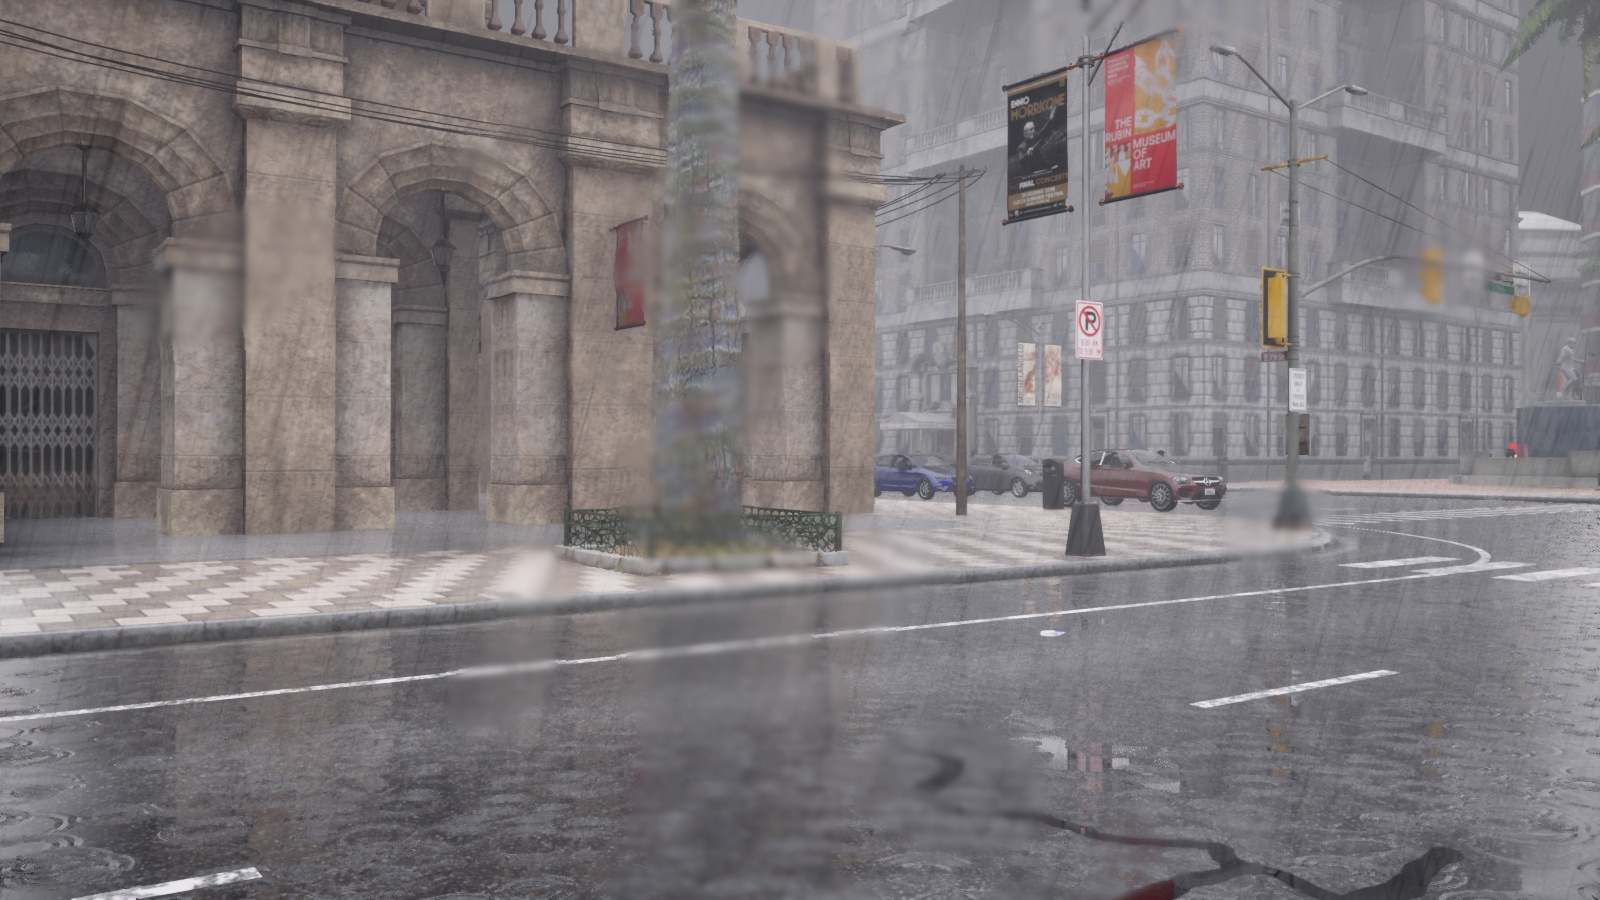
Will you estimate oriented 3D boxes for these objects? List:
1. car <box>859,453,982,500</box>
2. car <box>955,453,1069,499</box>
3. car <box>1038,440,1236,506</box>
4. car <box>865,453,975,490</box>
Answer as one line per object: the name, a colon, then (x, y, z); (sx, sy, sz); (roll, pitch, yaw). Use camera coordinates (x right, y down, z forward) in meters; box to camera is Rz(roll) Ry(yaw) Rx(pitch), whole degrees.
car: (3.948, 0.852, 41.834); (1.816, 1.474, 4.193); (0, 0, -34)
car: (7.234, 0.849, 43.140); (1.845, 1.501, 3.633); (0, 0, -35)
car: (9.144, 0.588, 34.468); (2.152, 1.651, 5.027); (0, 0, -35)
car: (4.956, 0.868, 52.482); (1.837, 1.490, 4.892); (0, 0, -35)
